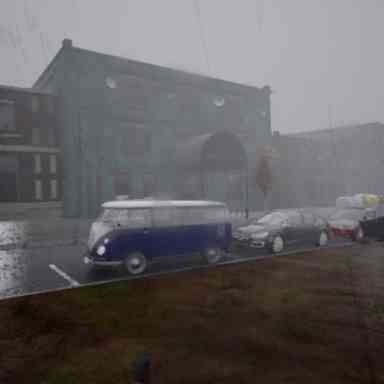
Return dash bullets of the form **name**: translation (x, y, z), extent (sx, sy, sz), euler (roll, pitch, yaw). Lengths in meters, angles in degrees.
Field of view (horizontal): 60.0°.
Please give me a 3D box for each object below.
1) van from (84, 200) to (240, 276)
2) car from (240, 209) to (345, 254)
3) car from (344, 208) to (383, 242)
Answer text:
- **van**: translation (-0.942, 1.242, 10.043), extent (4.442, 1.987, 1.878), euler (0, 0, -33)
- **car**: translation (3.684, 1.475, 13.347), extent (4.892, 1.521, 2.231), euler (2, -1, -37)
- **car**: translation (8.166, 1.534, 16.553), extent (4.792, 1.488, 2.163), euler (2, -1, -37)
